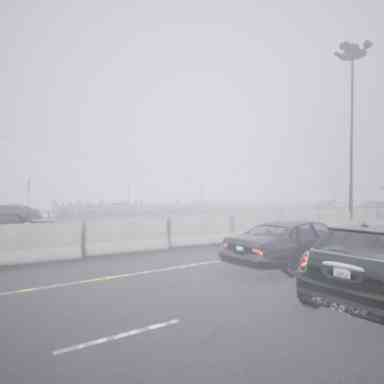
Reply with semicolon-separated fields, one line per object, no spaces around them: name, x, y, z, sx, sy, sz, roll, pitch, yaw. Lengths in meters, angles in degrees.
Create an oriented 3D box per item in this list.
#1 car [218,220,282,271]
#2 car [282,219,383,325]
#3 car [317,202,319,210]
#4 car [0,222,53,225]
car;3.321;1.578;10.416;5.357;1.411;2.033;0;0;-36
car;4.222;1.378;6.762;4.553;1.767;2.097;0;0;-35
car;19.627;1.833;48.073;4.892;1.490;1.837;1;-1;-35
car;-8.863;1.605;14.868;4.718;1.301;1.895;0;0;-36
